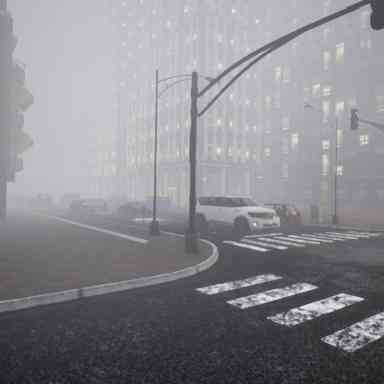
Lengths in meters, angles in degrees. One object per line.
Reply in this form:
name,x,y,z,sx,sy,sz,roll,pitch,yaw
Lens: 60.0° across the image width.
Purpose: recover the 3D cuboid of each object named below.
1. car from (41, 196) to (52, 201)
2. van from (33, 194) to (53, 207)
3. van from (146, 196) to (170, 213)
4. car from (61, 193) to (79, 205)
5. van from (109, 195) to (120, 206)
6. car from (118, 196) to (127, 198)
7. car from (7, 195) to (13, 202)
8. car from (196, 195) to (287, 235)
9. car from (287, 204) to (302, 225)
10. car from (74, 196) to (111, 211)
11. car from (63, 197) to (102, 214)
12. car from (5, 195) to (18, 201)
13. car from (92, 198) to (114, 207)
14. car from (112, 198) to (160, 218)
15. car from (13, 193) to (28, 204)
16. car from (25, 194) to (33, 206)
car,-36.749,1.570,83.809,1.802,1.307,4.206,1,-1,-35
van,-20.693,1.197,46.718,1.690,1.788,3.998,1,-1,-35
van,-4.053,1.382,37.748,1.690,1.788,3.998,1,-1,-35
car,-20.505,1.181,56.287,2.150,2.045,5.566,1,-1,-35
van,-10.591,1.368,46.961,1.690,1.788,3.998,1,-1,-35
car,-7.325,1.584,42.352,2.008,1.369,4.403,1,-1,-35
car,-37.043,1.396,69.748,1.947,1.339,4.313,1,-1,-35
car,2.295,1.178,18.997,2.150,2.045,5.566,1,-1,-38
car,5.754,1.505,23.928,1.967,1.590,4.097,1,-1,-35
car,-11.672,1.468,38.488,2.033,1.411,5.357,1,-1,-35
car,-10.889,1.427,32.897,2.008,1.369,4.403,1,-1,-35
car,-40.312,1.378,74.354,2.008,1.369,4.403,1,-1,-35
car,-13.864,1.586,51.565,1.947,1.339,4.313,1,-1,-35
car,-4.948,1.500,29.000,1.994,1.385,4.181,1,-1,-35
car,-30.501,1.155,60.537,2.192,1.841,5.009,1,-1,-35
car,-23.966,1.432,51.322,1.802,1.307,4.206,1,-1,-35
